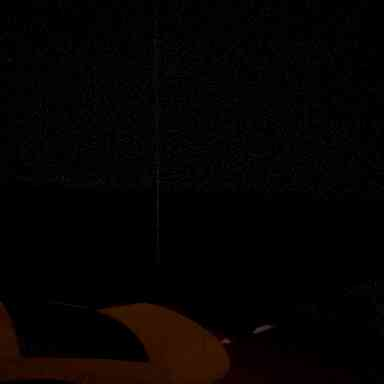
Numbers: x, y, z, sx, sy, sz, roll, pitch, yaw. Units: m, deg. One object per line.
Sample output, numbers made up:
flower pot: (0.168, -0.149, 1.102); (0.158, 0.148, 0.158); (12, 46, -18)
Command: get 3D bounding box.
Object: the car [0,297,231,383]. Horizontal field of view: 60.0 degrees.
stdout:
car: (-2.013, 1.479, 1.623); (5.008, 1.535, 1.882); (0, 0, -35)
